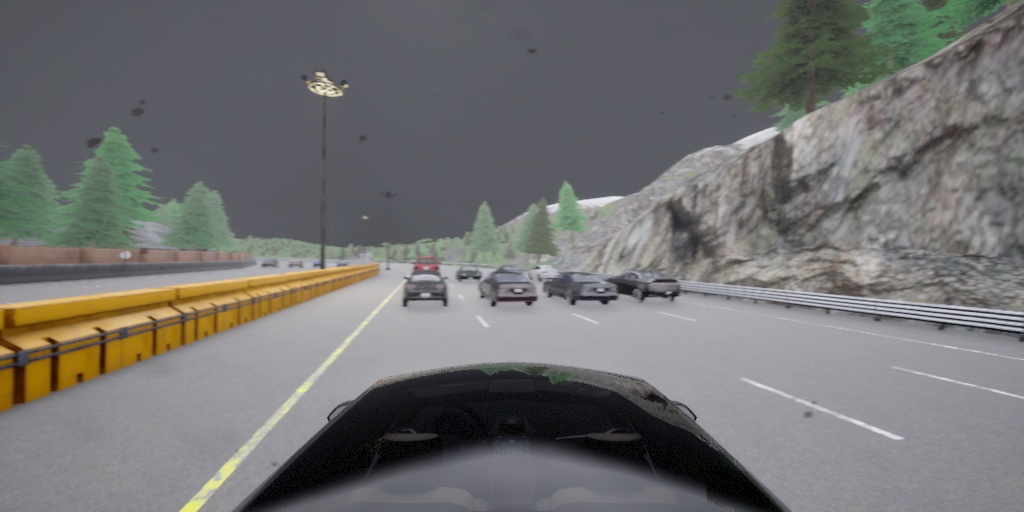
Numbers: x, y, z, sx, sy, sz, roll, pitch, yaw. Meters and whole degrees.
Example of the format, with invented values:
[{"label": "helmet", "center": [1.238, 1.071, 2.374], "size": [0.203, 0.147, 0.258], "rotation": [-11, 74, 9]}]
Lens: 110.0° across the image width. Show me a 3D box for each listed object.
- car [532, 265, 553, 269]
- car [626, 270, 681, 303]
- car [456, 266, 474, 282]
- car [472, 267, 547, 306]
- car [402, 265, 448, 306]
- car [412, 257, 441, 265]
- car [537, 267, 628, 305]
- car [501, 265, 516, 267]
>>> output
[{"label": "car", "center": [2.918, 1.549, 32.991], "size": [1.812, 1.442, 4.674], "rotation": [1, 0, -13]}, {"label": "car", "center": [6.407, 1.450, 18.306], "size": [2.128, 1.511, 4.902], "rotation": [1, 0, -13]}, {"label": "car", "center": [-3.828, 1.523, 31.106], "size": [1.895, 1.301, 4.718], "rotation": [1, 0, -13]}, {"label": "car", "center": [-0.337, 1.403, 16.396], "size": [2.033, 1.411, 5.357], "rotation": [1, 0, -13]}, {"label": "car", "center": [-3.827, 1.334, 15.964], "size": [1.812, 1.442, 4.674], "rotation": [1, 0, -13]}, {"label": "car", "center": [-7.207, 1.088, 30.210], "size": [2.150, 2.045, 5.566], "rotation": [1, 0, -13]}, {"label": "car", "center": [3.068, 1.453, 17.203], "size": [2.033, 1.411, 5.357], "rotation": [1, 0, -13]}, {"label": "car", "center": [-0.395, 1.519, 31.799], "size": [2.033, 1.411, 5.357], "rotation": [1, 0, -13]}]
